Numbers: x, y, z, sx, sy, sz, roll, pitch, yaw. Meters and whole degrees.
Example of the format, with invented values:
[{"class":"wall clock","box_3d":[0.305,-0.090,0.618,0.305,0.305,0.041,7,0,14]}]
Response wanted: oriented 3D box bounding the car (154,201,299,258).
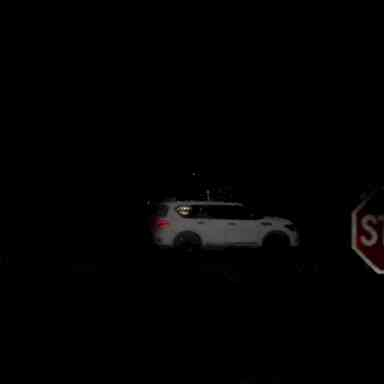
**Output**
[{"class":"car","box_3d":[1.289,1.371,13.173,5.566,2.045,2.150,0,0,-4]}]
